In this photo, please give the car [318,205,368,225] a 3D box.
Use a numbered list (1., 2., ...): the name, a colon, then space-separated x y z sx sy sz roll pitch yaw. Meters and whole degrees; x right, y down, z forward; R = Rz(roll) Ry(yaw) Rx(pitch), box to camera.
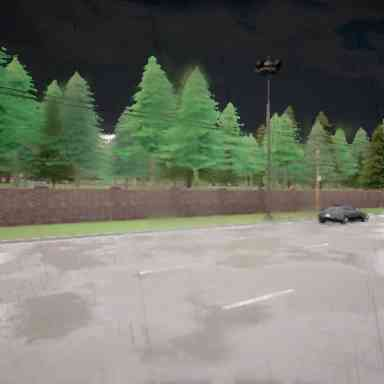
1. car: 11.203 1.624 24.617 4.181 1.385 1.994 0 0 -35
